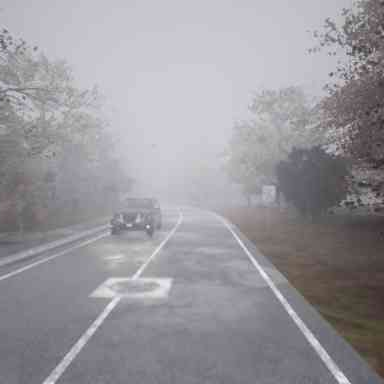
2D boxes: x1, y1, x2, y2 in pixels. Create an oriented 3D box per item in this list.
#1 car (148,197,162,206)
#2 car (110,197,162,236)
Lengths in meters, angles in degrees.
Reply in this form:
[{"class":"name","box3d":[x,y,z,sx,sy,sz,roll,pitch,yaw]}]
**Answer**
[{"class":"car","box3d":[-6.681,1.666,60.032,1.837,1.490,4.892,2,0,-13]},{"class":"car","box3d":[-3.024,1.295,19.190,2.150,2.045,5.566,0,0,2]}]
